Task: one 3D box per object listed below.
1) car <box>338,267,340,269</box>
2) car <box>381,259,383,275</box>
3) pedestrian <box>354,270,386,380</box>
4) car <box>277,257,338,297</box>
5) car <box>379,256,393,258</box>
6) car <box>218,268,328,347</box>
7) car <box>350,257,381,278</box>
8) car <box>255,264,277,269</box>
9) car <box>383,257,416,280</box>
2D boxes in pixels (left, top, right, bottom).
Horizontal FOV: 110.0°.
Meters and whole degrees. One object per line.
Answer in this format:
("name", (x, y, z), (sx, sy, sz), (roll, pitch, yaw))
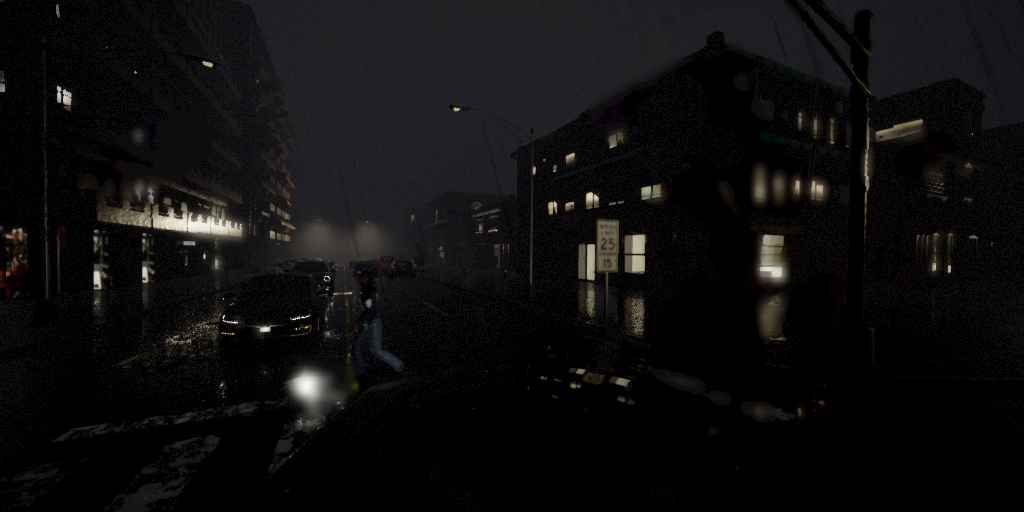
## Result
("car", (-14.419, 1.144, 27.211), (2.128, 1.511, 4.902), (0, 0, -25))
("car", (-11.813, 1.227, 35.232), (1.802, 1.307, 4.207), (0, 0, -25))
("pedestrian", (-2.301, 1.064, 5.790), (0.375, 1.860, 0.375), (-1, 1, -25))
("car", (-10.122, 1.050, 18.082), (2.097, 1.767, 4.553), (0, 0, -25))
("car", (-14.235, 0.935, 40.367), (2.192, 1.841, 5.009), (0, 0, -25))
("car", (-6.093, 1.246, 9.536), (1.837, 1.490, 4.892), (0, 0, -25))
("car", (-13.274, 1.123, 32.266), (1.882, 1.535, 5.008), (0, 0, -25))
("car", (-14.556, 1.192, 21.227), (1.751, 1.417, 4.829), (0, 0, -25))
("car", (-9.373, 1.110, 30.107), (1.967, 1.591, 4.097), (0, 0, -25))
